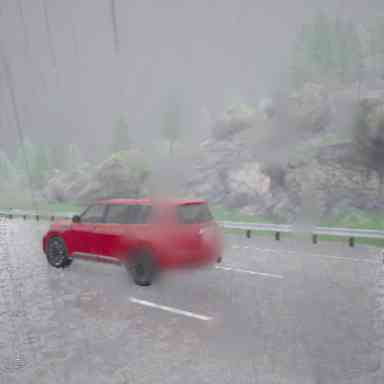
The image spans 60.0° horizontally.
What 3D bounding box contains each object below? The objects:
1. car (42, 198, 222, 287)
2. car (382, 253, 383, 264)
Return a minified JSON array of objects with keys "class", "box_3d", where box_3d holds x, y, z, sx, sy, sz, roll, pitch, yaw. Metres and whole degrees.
[{"class":"car","box_3d":[-1.848,1.176,9.396,5.566,2.045,2.150,0,0,34]},{"class":"car","box_3d":[7.032,1.562,7.510,4.718,1.301,1.895,0,0,36]}]
